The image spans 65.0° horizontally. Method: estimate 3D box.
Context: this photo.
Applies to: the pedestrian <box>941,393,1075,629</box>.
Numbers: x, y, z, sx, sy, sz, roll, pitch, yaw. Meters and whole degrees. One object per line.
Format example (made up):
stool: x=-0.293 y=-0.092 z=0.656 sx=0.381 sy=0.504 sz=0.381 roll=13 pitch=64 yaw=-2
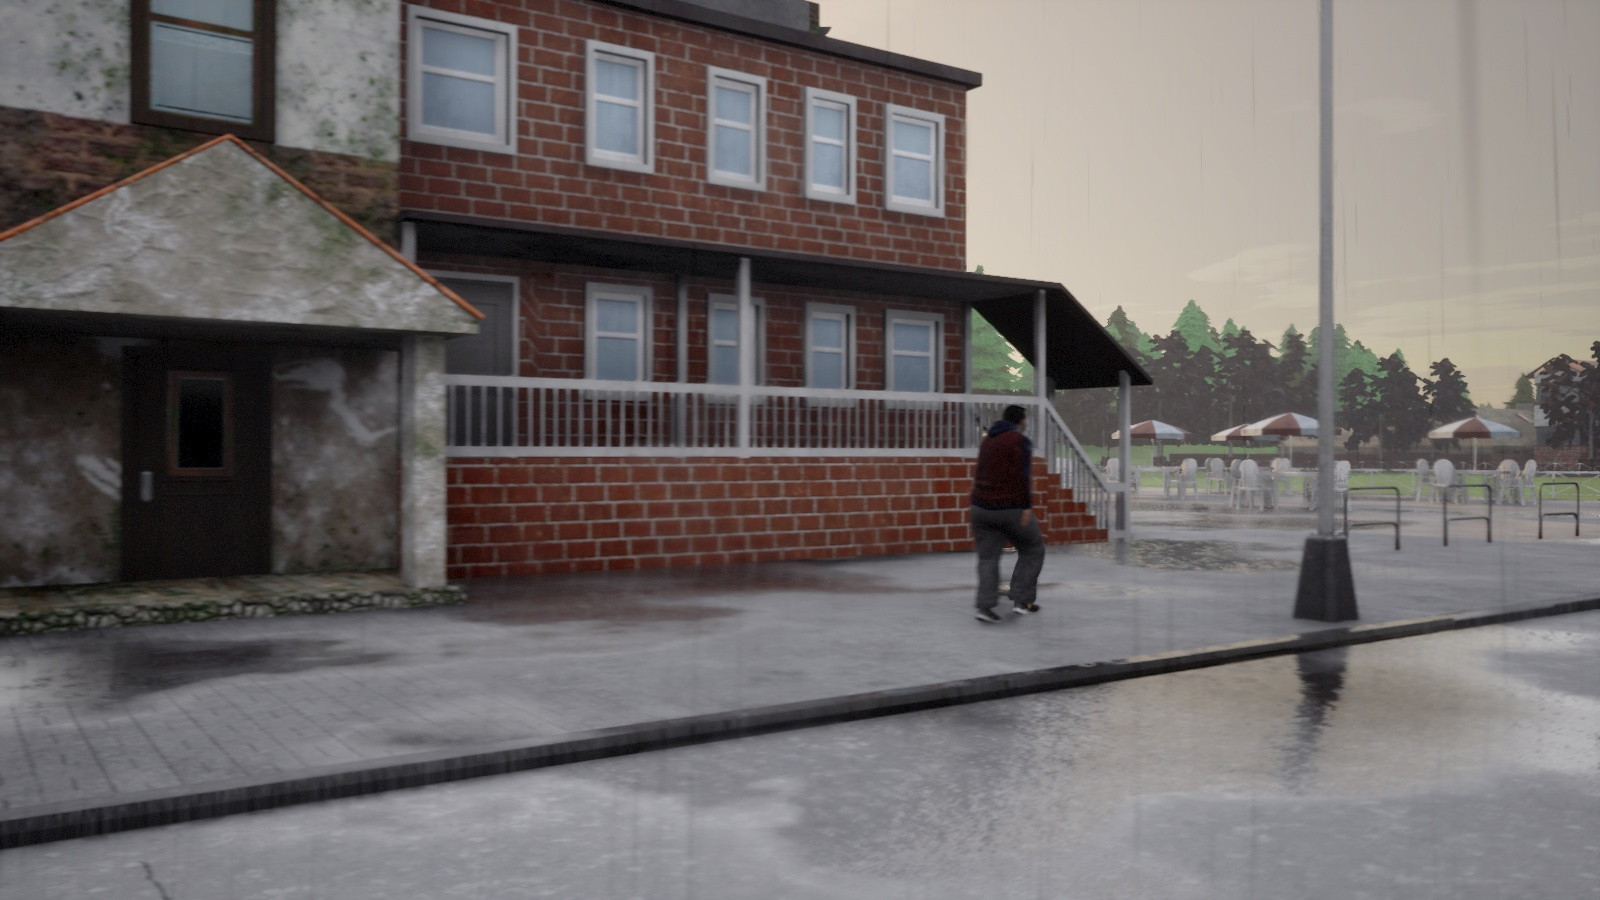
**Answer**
pedestrian: x=1.711 y=0.476 z=10.335 sx=0.899 sy=1.844 sz=0.634 roll=0 pitch=0 yaw=-34
